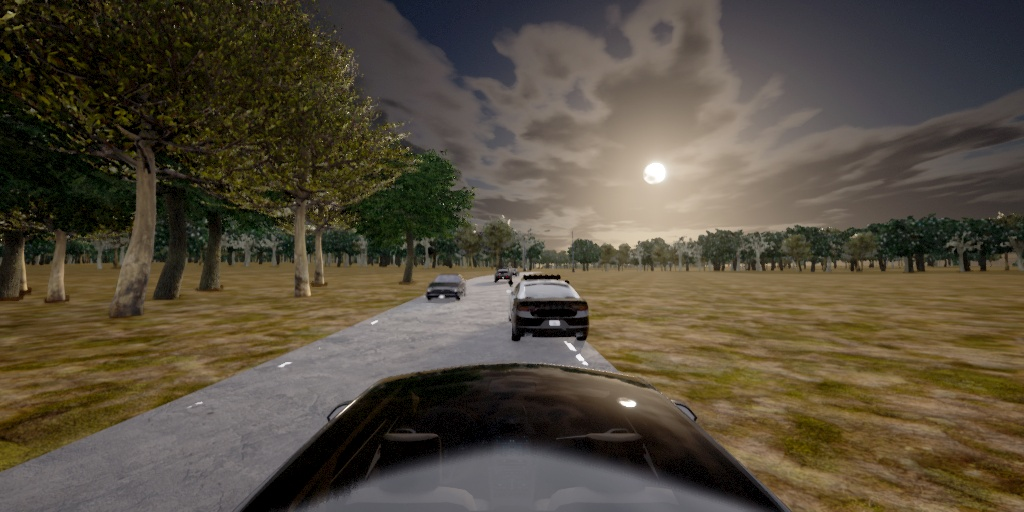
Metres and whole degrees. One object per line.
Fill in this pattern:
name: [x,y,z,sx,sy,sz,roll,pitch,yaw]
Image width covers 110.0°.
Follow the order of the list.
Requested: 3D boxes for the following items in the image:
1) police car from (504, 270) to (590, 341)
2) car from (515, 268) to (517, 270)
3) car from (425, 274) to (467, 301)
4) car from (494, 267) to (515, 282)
police car: [0.865,1.365,10.661,1.930,1.638,5.238,0,-1,-2]
car: [0.025,2.453,53.156,1.895,1.301,4.718,-1,-1,7]
car: [-3.674,1.750,20.942,2.033,1.411,5.357,0,-1,-2]
car: [-0.872,2.070,39.333,1.837,1.490,4.892,-1,-1,1]
